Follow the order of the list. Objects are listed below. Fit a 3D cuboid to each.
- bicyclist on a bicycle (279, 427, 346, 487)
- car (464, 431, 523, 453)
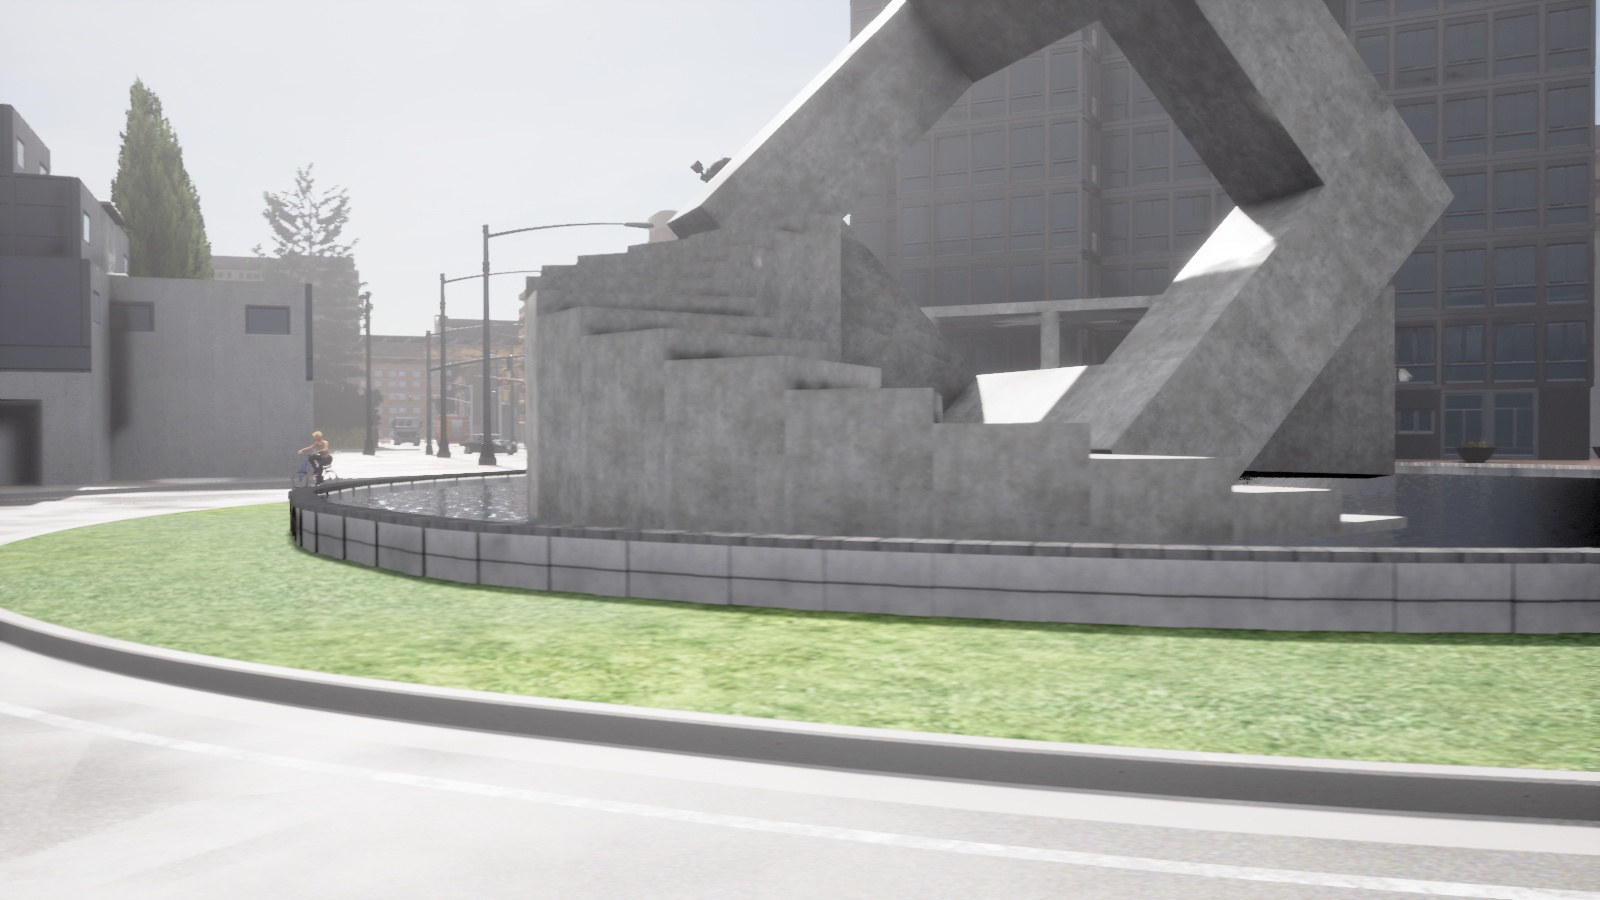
[{"bbox_3d":[-13.512,0.185,34.848,0.866,1.612,1.509,1,1,32],"label":"bicyclist on a bicycle"},{"bbox_3d":[-20.804,-0.566,85.140,3.806,1.475,1.970,1,1,39],"label":"car"}]
